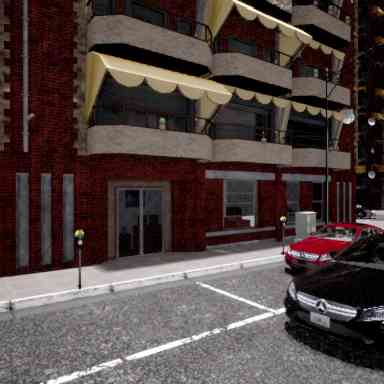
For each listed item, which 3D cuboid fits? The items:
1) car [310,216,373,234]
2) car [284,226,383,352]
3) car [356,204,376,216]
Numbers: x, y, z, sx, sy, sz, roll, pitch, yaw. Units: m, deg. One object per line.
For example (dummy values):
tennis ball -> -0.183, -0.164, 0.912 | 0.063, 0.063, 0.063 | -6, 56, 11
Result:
car -> 4.569, 1.582, 9.867 | 4.206, 1.307, 1.802 | 0, 0, -35
car -> 3.684, 1.525, 5.998 | 4.674, 1.442, 1.812 | 0, 0, -35
car -> 15.520, 1.806, 32.910 | 2.128, 1.511, 4.902 | 0, -1, -36
